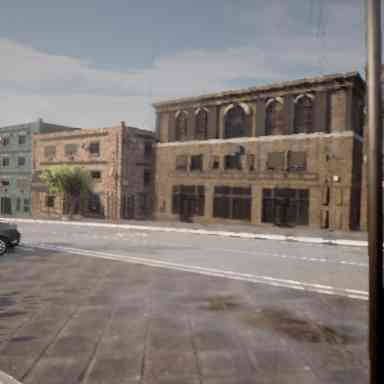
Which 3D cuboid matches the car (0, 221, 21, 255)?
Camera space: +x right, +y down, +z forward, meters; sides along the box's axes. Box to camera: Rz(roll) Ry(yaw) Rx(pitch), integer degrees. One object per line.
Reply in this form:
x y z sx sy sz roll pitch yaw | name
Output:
-8.576 1.624 11.533 2.231 1.521 4.892 -1 -1 36 | car
